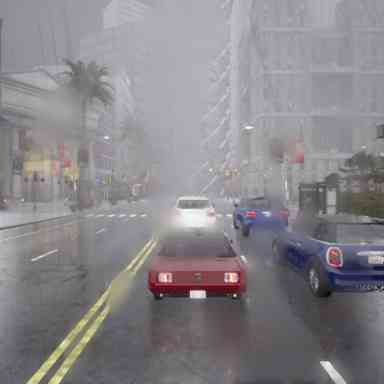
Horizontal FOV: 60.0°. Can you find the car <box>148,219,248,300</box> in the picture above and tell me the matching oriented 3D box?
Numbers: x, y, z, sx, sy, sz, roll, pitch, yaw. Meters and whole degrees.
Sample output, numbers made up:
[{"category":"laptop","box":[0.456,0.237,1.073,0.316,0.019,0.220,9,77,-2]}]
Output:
[{"category":"car","box":[0.109,1.601,8.356,1.895,1.301,4.718,0,0,0]}]

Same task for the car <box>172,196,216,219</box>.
[{"category":"car","box":[0.107,1.221,18.123,2.150,2.045,5.566,0,0,0]}]

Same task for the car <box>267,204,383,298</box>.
[{"category":"car","box":[3.620,1.353,8.685,2.097,1.767,4.553,0,0,0]}]

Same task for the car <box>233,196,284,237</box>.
[{"category":"car","box":[3.607,1.221,18.265,2.150,2.045,5.566,0,0,0]}]
